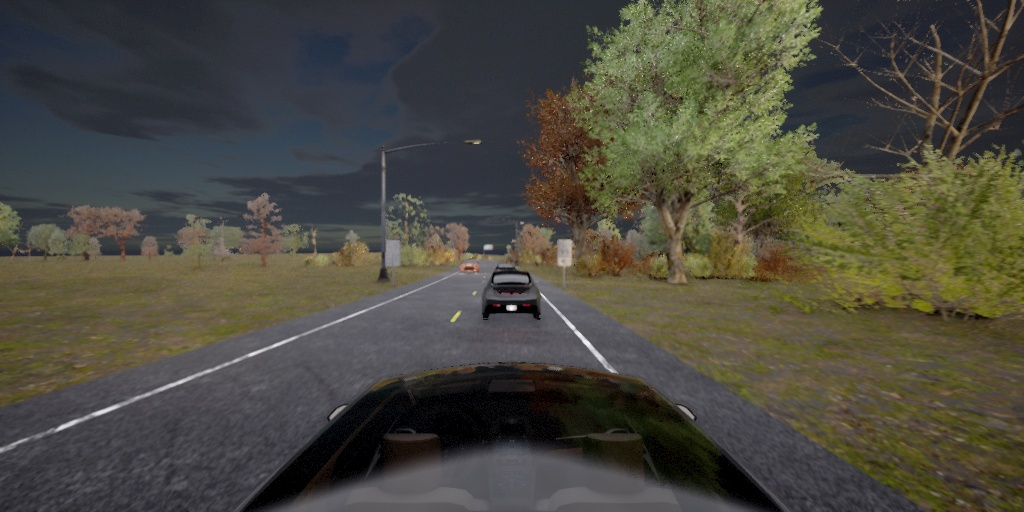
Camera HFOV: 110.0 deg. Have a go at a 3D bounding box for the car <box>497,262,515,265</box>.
[{"bbox_3d":[-0.514,1.231,28.066,2.128,1.511,4.902,0,0,-2],"label":"car"}]

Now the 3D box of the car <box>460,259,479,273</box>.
[{"bbox_3d":[-4.975,1.098,42.591,2.097,1.767,4.553,0,0,-4],"label":"car"}]

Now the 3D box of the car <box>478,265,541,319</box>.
[{"bbox_3d":[-0.046,1.248,12.755,1.837,1.490,4.892,0,0,-1],"label":"car"}]
